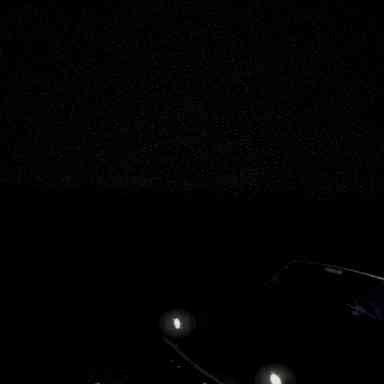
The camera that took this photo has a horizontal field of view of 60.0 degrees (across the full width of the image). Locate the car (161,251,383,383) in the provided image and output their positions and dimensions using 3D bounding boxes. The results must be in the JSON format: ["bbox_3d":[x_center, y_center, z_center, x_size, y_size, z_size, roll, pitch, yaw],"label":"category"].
[{"bbox_3d":[1.989,1.597,4.498,4.718,1.301,1.895,0,0,-36],"label":"car"}]
